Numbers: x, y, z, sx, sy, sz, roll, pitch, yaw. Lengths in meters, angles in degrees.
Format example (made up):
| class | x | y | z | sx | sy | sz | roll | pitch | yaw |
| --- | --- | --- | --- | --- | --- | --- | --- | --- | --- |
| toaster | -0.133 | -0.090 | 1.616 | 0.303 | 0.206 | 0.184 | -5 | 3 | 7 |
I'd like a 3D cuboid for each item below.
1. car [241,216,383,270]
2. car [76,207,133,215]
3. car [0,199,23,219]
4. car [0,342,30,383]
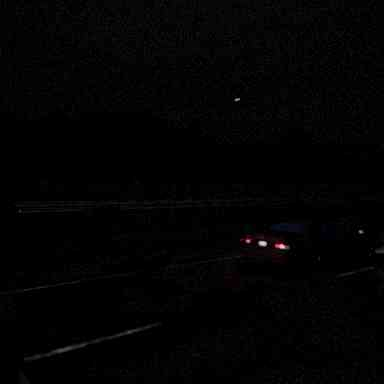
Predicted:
| class | x | y | z | sx | sy | sz | roll | pitch | yaw |
| --- | --- | --- | --- | --- | --- | --- | --- | --- | --- |
| car | 4.061 | 1.503 | 10.873 | 5.357 | 1.411 | 2.033 | 0 | 0 | -35 |
| car | -4.842 | 1.514 | 17.697 | 5.357 | 1.411 | 2.033 | 0 | 0 | -35 |
| car | -12.989 | 1.342 | 20.501 | 4.553 | 1.767 | 2.097 | 0 | 0 | -35 |
| car | -3.243 | 1.611 | 1.424 | 4.718 | 1.301 | 1.895 | 0 | 0 | -36 |
